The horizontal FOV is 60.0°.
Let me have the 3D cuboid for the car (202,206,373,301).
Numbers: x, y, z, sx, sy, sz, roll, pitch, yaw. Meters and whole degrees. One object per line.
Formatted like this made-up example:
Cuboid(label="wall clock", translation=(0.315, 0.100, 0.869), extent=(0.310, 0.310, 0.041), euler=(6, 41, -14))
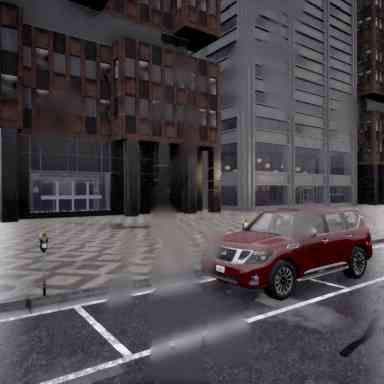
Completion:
Cuboid(label="car", translation=(2.651, 1.314, 8.540), extent=(5.009, 1.841, 2.192), euler=(0, 0, -35))
